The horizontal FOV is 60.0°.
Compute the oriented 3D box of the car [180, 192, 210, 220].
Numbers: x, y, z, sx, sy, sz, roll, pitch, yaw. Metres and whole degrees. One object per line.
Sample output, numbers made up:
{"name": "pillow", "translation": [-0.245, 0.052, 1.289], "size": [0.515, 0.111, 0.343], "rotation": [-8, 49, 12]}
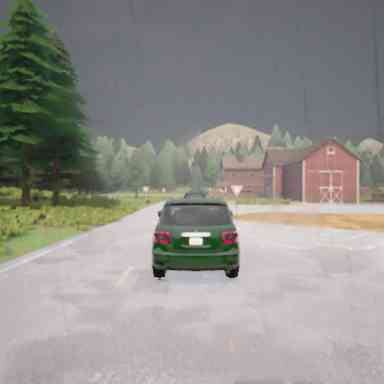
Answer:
{"name": "car", "translation": [0.375, 1.039, 27.360], "size": [2.150, 2.045, 5.566], "rotation": [0, 0, 4]}

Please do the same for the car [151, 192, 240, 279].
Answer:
{"name": "car", "translation": [0.096, 1.156, 10.015], "size": [2.150, 2.045, 5.566], "rotation": [0, 1, 0]}

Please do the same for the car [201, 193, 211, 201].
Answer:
{"name": "car", "translation": [2.963, 0.988, 71.054], "size": [1.816, 1.474, 4.193], "rotation": [-6, 1, -2]}
